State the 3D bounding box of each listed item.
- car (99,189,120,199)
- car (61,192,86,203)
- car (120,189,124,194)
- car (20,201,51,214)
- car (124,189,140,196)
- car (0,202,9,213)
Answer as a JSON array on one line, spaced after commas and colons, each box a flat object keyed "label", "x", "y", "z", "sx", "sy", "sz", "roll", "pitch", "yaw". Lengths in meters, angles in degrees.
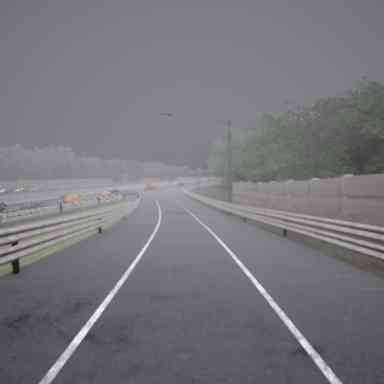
[{"label": "car", "x": -16.631, "y": 0.746, "z": 65.899, "sx": 1.882, "sy": 1.535, "sz": 5.008, "roll": 0, "pitch": 3, "yaw": 11}, {"label": "car", "x": -21.185, "y": 1.050, "z": 60.661, "sx": 1.882, "sy": 1.535, "sz": 5.008, "roll": 0, "pitch": 3, "yaw": 11}, {"label": "car", "x": -16.723, "y": -0.119, "z": 84.238, "sx": 1.994, "sy": 1.385, "sz": 4.181, "roll": 0, "pitch": 3, "yaw": 11}, {"label": "car", "x": -20.716, "y": 1.964, "z": 44.315, "sx": 2.128, "sy": 1.511, "sz": 4.902, "roll": 0, "pitch": 3, "yaw": 11}, {"label": "car", "x": -13.981, "y": 0.141, "z": 79.907, "sx": 1.895, "sy": 1.301, "sz": 4.718, "roll": 0, "pitch": 3, "yaw": 11}, {"label": "car", "x": -24.899, "y": 2.149, "z": 41.037, "sx": 1.837, "sy": 1.490, "sz": 4.892, "roll": 0, "pitch": 3, "yaw": 11}]
